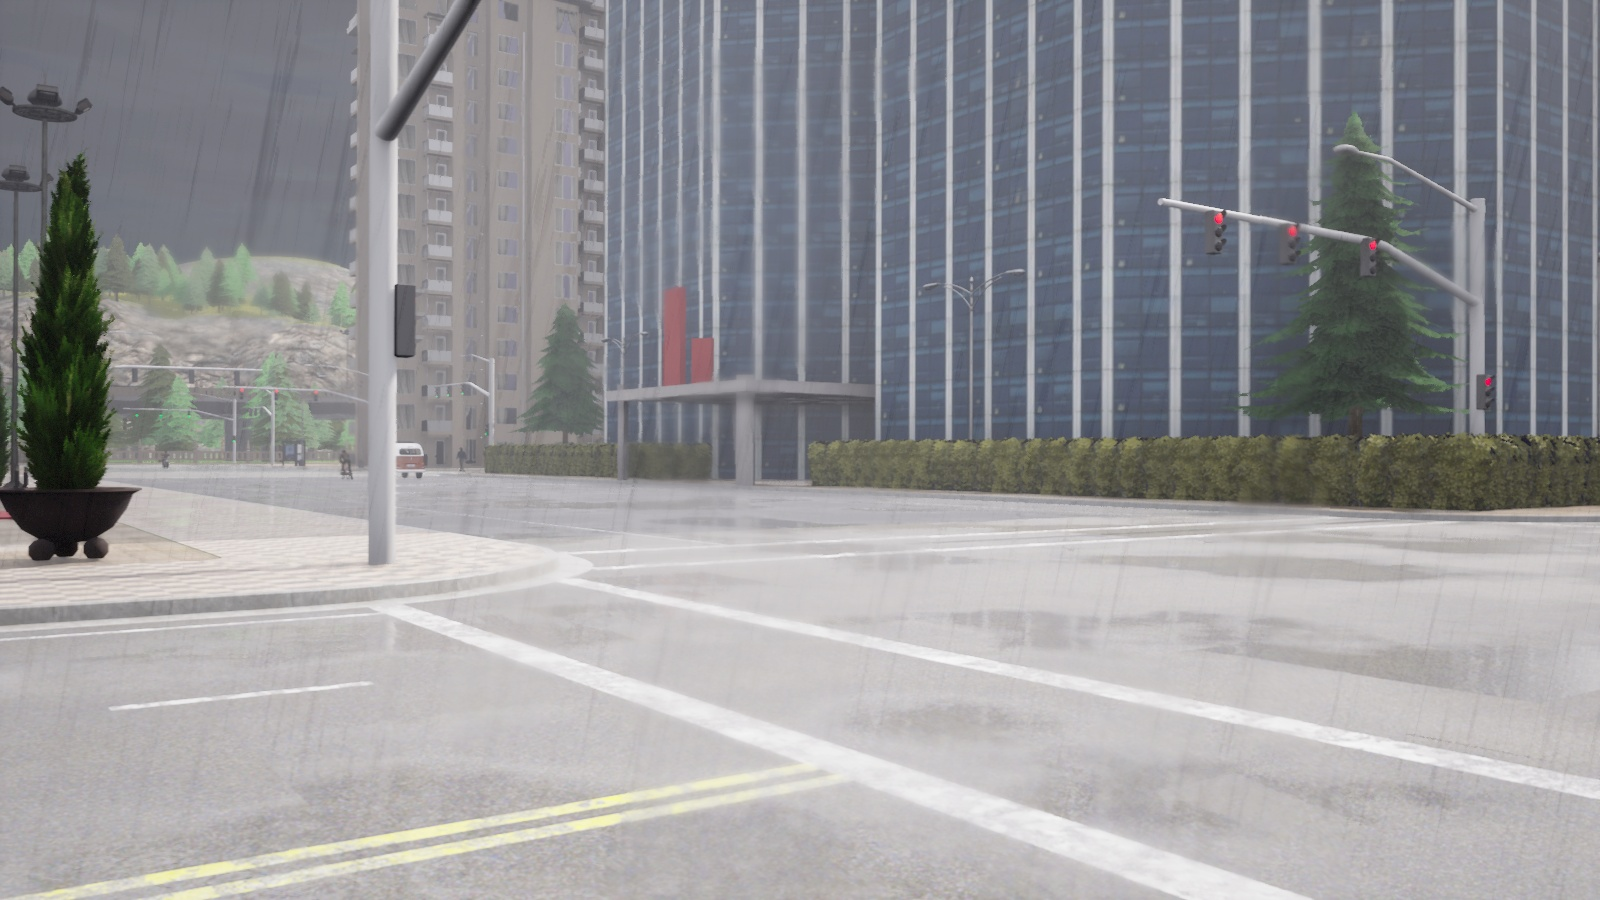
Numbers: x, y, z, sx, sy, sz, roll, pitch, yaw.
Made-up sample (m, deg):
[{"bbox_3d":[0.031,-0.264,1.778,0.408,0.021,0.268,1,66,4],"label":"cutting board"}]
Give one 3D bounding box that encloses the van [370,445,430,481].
[{"bbox_3d":[-23.309,0.735,73.017,2.069,2.038,4.480,0,0,-35],"label":"van"}]
